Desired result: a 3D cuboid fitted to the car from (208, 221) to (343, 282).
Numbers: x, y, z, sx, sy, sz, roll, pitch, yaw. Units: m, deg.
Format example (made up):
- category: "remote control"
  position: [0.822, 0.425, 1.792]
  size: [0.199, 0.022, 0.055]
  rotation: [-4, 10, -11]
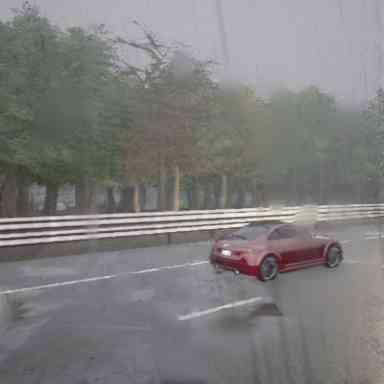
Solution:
- category: "car"
  position: [2.539, 1.552, 9.787]
  size: [4.181, 1.385, 1.994]
  rotation: [0, 0, -34]
